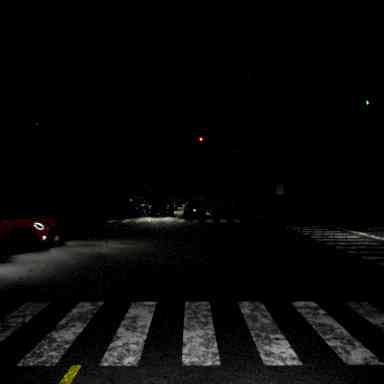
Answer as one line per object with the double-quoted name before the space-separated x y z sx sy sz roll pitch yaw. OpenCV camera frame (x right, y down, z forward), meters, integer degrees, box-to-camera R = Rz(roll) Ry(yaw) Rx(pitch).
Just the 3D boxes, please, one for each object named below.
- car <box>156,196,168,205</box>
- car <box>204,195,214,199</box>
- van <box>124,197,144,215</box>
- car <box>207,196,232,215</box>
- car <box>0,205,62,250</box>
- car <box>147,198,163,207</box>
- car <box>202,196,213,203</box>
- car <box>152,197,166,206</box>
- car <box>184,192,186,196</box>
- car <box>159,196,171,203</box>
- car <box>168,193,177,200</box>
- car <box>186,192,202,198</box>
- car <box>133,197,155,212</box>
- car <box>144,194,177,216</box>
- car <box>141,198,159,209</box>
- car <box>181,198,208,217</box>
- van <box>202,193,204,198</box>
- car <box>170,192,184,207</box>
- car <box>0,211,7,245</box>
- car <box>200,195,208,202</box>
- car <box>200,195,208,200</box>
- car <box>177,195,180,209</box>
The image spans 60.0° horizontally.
"car" -5.478 1.525 61.543 1.752 1.417 4.829 0 0 0
"car" 2.942 1.442 44.659 1.967 1.590 4.097 0 0 0
"van" -5.654 1.342 33.372 1.690 1.788 3.998 0 0 0
"car" 2.871 1.441 33.321 1.967 1.590 4.097 0 0 0
"car" -7.880 1.341 13.858 4.553 1.767 2.097 0 0 0
"car" -5.548 1.583 50.377 1.802 1.307 4.206 0 0 0
"car" 3.084 1.549 67.336 2.008 1.369 4.403 0 0 0
"car" -5.512 1.567 56.045 1.947 1.339 4.313 0 0 0
"car" -2.666 1.352 62.362 2.097 1.767 4.553 0 0 1
"car" -5.441 1.564 67.382 1.947 1.339 4.313 0 0 0
"car" -5.299 1.304 90.055 2.192 1.841 5.009 0 0 0
"car" 0.392 1.221 63.344 2.150 2.045 5.566 0 0 0
"car" -5.619 1.442 39.041 1.967 1.590 4.097 0 0 0
"car" -2.944 1.353 32.071 2.097 1.767 4.553 0 0 2
"car" -5.583 1.567 44.709 1.947 1.339 4.313 0 0 0
"car" 0.253 1.565 31.206 1.994 1.385 4.181 0 0 1
"van" 3.013 1.342 55.998 1.690 1.788 3.998 0 0 0
"car" -2.772 1.223 52.136 2.150 2.045 5.566 0 0 1
"car" -8.956 1.496 10.604 4.892 1.490 1.837 0 0 0
"car" 2.843 1.451 79.507 1.801 1.575 5.366 0 0 0
"car" 3.226 1.555 90.013 1.947 1.339 4.313 0 0 0
"car" -2.840 1.479 42.009 1.882 1.535 5.008 0 0 1
